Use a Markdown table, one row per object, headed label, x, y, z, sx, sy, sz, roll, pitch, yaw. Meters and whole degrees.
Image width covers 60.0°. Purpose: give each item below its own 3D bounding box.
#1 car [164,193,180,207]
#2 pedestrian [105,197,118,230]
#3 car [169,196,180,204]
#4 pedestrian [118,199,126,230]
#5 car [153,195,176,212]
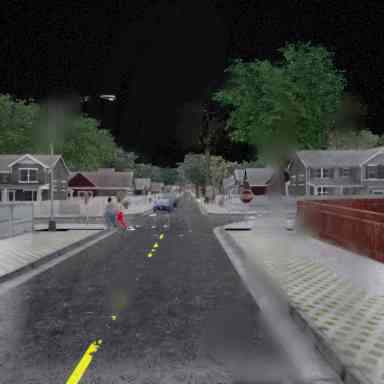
| label | x | y | z | sx | sy | sz | roll | pitch | yaw |
| --- | --- | --- | --- | --- | --- | --- | --- | --- | --- |
| car | -3.309 | 1.206 | 49.668 | 2.150 | 2.045 | 5.566 | 0 | 0 | -1 |
| pedestrian | -4.639 | 1.210 | 19.059 | 0.375 | 1.860 | 0.375 | 0 | 0 | -1 |
| car | -3.386 | 1.499 | 64.839 | 1.812 | 1.442 | 4.674 | 0 | 0 | 0 |
| pedestrian | -4.269 | 1.289 | 19.670 | 0.375 | 1.860 | 0.375 | 0 | 0 | -1 |
| car | -3.265 | 1.465 | 38.345 | 1.882 | 1.535 | 5.008 | 0 | 0 | 2 |
